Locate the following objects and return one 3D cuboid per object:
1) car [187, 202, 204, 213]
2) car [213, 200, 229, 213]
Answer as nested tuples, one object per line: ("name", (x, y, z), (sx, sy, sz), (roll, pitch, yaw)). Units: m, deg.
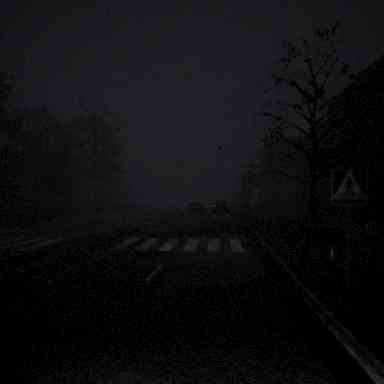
("car", (0.507, 1.985, 43.135), (2.033, 1.411, 5.357), (0, -1, 6))
("car", (3.842, 1.814, 43.852), (2.097, 1.767, 4.553), (0, -1, 6))
